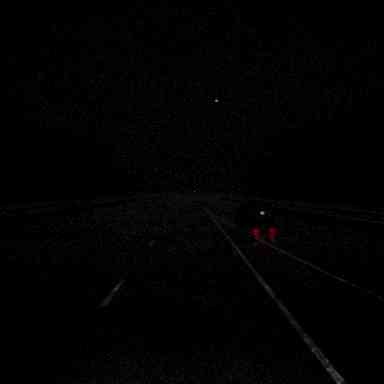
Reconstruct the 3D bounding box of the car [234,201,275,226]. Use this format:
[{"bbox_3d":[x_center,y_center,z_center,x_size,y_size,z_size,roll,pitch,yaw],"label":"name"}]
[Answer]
[{"bbox_3d":[4.267,1.387,23.140,2.033,1.649,4.856,0,0,-4],"label":"car"}]
